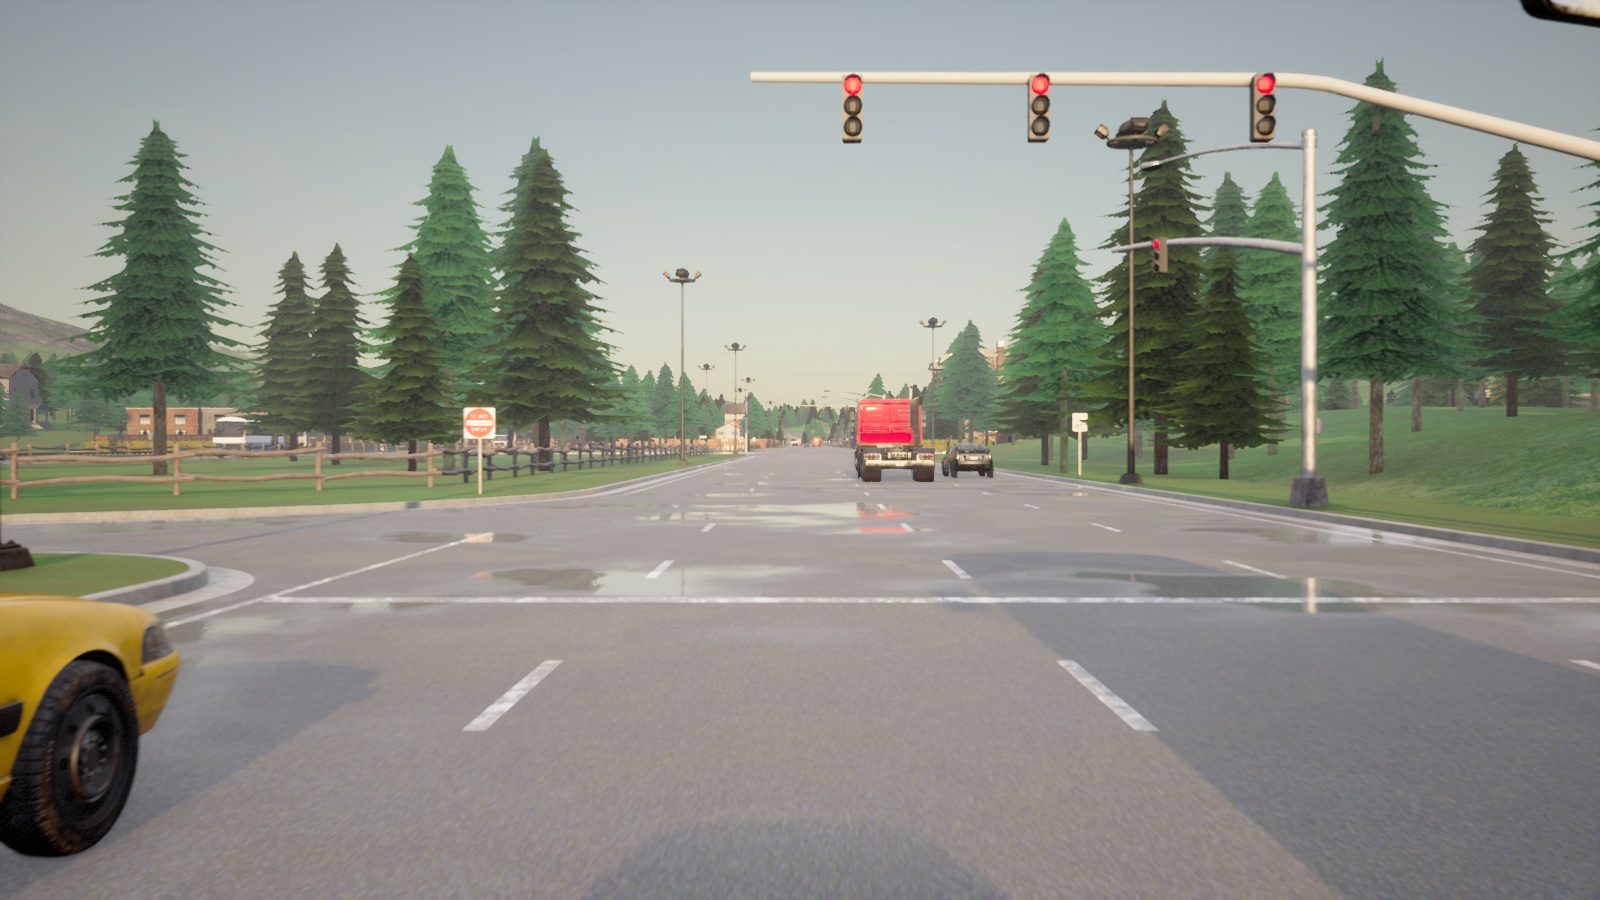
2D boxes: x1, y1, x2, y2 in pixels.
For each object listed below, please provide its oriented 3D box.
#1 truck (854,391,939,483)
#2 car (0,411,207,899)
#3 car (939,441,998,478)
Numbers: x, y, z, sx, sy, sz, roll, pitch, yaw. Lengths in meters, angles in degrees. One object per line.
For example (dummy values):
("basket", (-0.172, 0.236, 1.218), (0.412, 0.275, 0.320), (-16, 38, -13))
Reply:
("truck", (3.787, -0.516, 51.112), (2.891, 3.462, 7.936), (0, 0, 0))
("car", (-3.469, 0.668, 2.732), (1.801, 1.575, 5.366), (0, 0, 0))
("car", (7.305, 0.395, 54.786), (2.007, 1.525, 4.514), (0, 0, 0))
